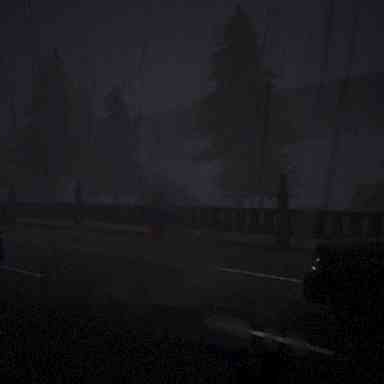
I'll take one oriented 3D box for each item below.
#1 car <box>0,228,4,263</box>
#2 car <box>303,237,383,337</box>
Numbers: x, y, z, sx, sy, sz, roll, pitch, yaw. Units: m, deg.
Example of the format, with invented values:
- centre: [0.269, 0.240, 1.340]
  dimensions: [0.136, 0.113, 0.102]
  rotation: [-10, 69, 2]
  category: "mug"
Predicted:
- centre: [-7.387, 1.201, 8.989]
  dimensions: [5.566, 2.045, 2.150]
  rotation: [0, 0, 33]
  category: "car"
- centre: [4.639, 1.224, 4.981]
  dimensions: [5.566, 2.045, 2.150]
  rotation: [0, 0, 35]
  category: "car"
